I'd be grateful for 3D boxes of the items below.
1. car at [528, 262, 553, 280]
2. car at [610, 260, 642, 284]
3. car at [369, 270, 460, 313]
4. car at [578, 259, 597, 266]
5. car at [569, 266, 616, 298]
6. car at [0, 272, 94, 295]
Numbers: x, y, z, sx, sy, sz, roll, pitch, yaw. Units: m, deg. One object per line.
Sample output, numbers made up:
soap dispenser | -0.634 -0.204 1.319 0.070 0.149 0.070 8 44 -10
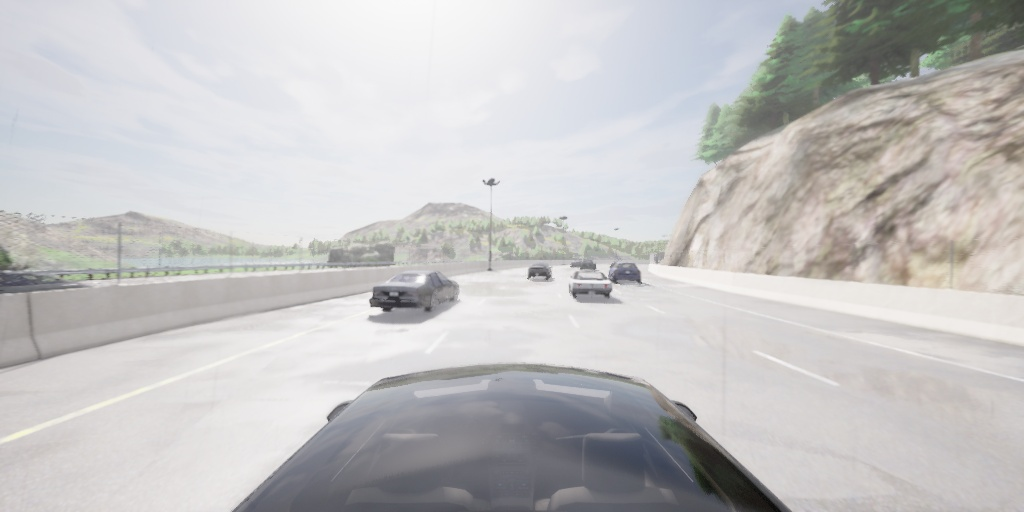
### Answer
car | 2.589 1.299 32.494 1.837 1.490 4.892 0 -1 11
car | 9.143 1.247 29.244 2.097 1.767 4.553 1 0 10
car | -3.467 1.248 13.810 2.033 1.411 5.357 1 0 6
car | 11.959 1.295 55.390 2.097 1.767 4.553 1 0 19
car | 3.993 1.415 18.907 1.895 1.301 4.718 1 0 6
car | -13.907 1.107 9.421 1.994 1.385 4.181 1 0 3
